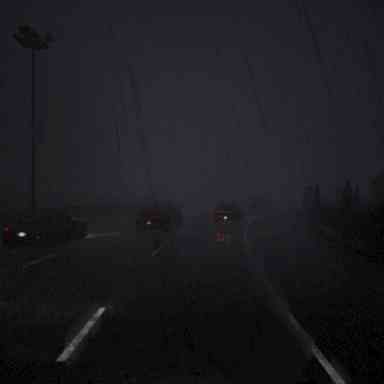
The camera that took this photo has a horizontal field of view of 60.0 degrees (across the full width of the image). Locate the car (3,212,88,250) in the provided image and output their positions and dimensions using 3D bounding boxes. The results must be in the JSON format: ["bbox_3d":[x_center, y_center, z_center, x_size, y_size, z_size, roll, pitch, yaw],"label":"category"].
[{"bbox_3d":[-6.197,1.572,14.546,1.994,1.385,4.181,0,0,6],"label":"car"}]

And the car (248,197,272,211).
[{"bbox_3d":[8.470,1.376,41.156,2.097,1.767,4.553,0,0,24],"label":"car"}]

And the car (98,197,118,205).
[{"bbox_3d":[-11.574,1.519,48.205,2.128,1.511,4.902,0,0,24],"label":"car"}]

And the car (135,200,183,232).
[{"bbox_3d":[-1.867,1.489,20.128,1.882,1.535,5.008,0,0,10],"label":"car"}]

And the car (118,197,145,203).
[{"bbox_3d":[-8.026,1.532,47.602,1.837,1.490,4.892,0,-1,25],"label":"car"}]

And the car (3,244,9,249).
[{"bbox_3d":[-3.380,1.479,1.850,1.882,1.535,5.008,0,0,0],"label":"car"}]

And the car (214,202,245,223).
[{"bbox_3d":[2.885,1.521,25.574,1.837,1.490,4.892,0,0,13],"label":"car"}]

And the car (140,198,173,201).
[{"bbox_3d":[-2.662,1.565,31.951,2.033,1.411,5.357,0,0,17],"label":"car"}]
